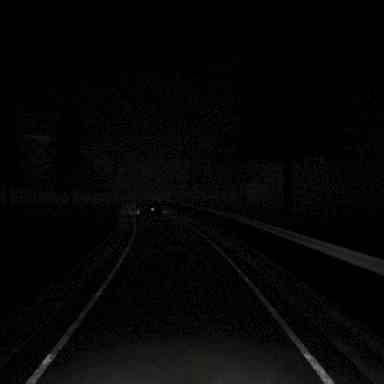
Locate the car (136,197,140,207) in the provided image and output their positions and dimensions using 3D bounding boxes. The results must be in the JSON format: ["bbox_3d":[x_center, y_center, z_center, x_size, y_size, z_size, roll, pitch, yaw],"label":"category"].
[{"bbox_3d":[-6.618,1.420,45.410,1.812,1.442,4.674,0,0,-9],"label":"car"}]

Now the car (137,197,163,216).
[{"bbox_3d":[-3.857,1.489,31.412,1.994,1.385,4.181,0,0,-11],"label":"car"}]
